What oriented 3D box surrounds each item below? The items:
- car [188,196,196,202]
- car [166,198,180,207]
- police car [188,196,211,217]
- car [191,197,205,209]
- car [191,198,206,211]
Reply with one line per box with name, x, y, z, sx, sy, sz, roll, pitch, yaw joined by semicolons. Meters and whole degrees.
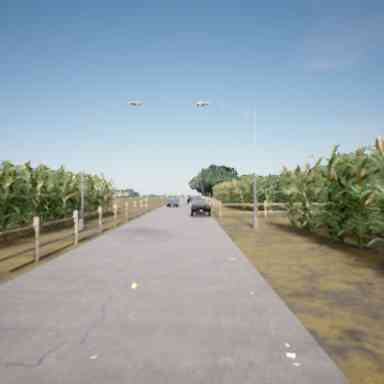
car;-0.056;1.658;82.351;1.895;1.301;4.718;0;0;0
car;-2.857;1.579;50.511;2.033;1.411;5.357;0;0;0
police car;0.802;1.432;32.015;1.930;1.638;5.238;0;0;0
car;0.792;1.504;47.909;1.882;1.535;5.008;0;0;0
car;0.795;1.521;41.908;1.837;1.490;4.892;0;0;0
